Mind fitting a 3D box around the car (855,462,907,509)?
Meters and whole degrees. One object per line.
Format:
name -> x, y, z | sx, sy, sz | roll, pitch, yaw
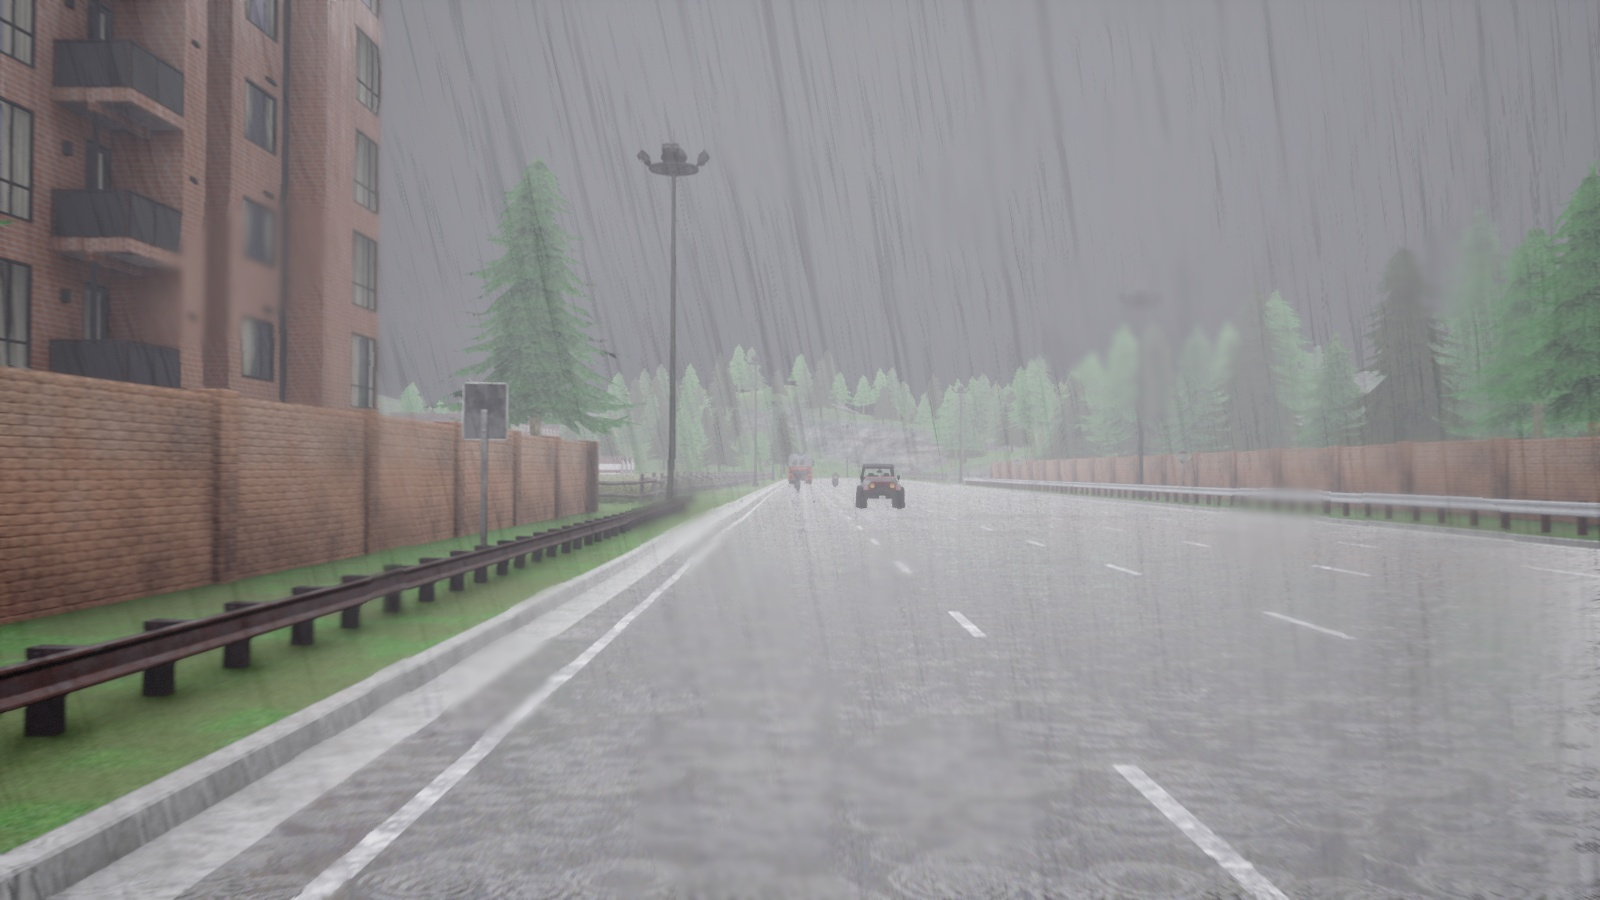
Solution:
car -> 3.370, 1.482, 52.920 | 1.905, 1.878, 3.866 | 0, -1, 0
